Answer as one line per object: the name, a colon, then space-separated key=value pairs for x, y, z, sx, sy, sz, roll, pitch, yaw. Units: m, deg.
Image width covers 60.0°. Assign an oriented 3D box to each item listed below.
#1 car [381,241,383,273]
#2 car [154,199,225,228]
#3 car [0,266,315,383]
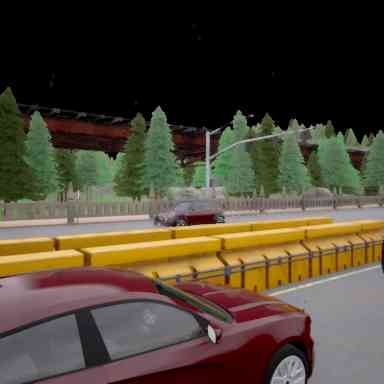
car: x=6.915 y=1.477 z=8.712 sx=5.008 sy=1.535 sz=1.882 roll=0 pitch=0 yaw=-35
car: x=-0.135 y=1.350 z=21.099 sx=4.553 sy=1.767 sz=2.097 roll=0 pitch=0 yaw=-36
car: x=-0.901 y=1.478 z=3.103 sx=5.008 sy=1.535 sz=1.882 roll=0 pitch=0 yaw=-35
